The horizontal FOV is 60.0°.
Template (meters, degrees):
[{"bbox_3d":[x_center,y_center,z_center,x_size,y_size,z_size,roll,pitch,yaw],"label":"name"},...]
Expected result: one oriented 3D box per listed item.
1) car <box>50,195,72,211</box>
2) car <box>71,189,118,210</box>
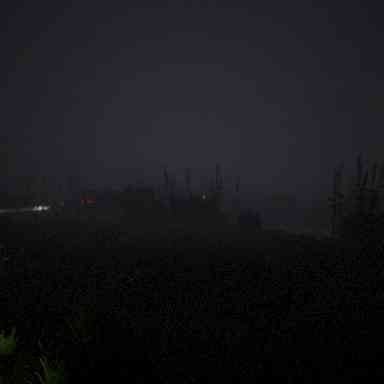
[{"bbox_3d":[-10.539,0.961,30.381,2.097,1.767,4.553,0,3,40],"label":"car"},{"bbox_3d":[-7.059,0.778,28.761,2.150,2.045,5.566,0,3,41],"label":"car"}]
